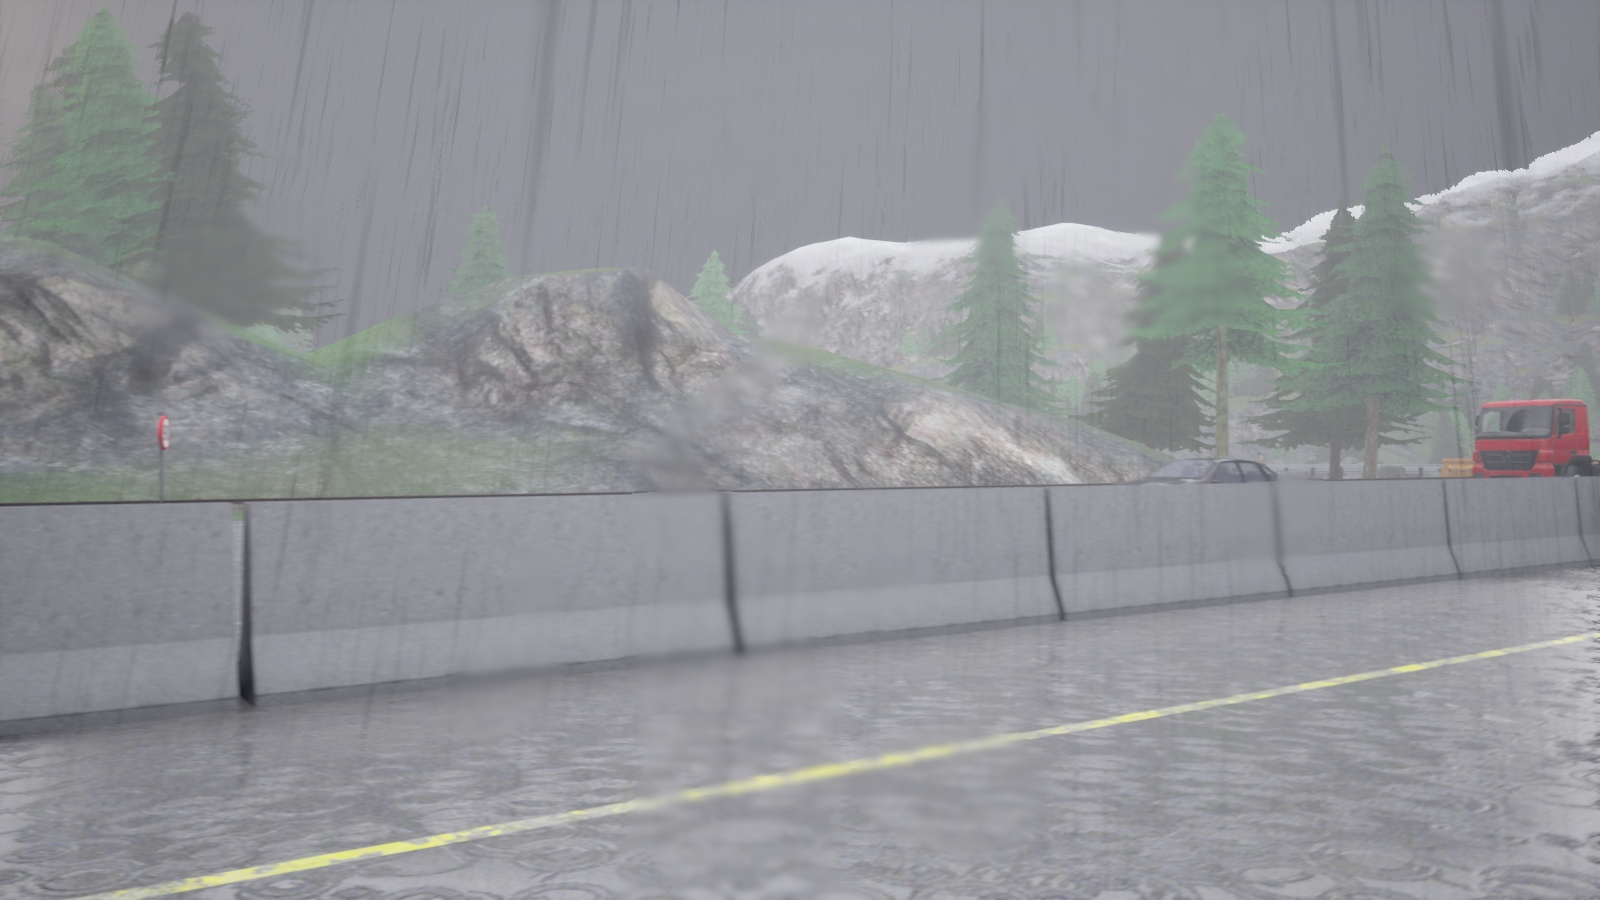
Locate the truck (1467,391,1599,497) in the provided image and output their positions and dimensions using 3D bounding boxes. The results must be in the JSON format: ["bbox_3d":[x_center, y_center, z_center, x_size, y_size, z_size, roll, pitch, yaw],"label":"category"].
[{"bbox_3d":[27.252,-0.187,43.729,7.936,3.462,2.891,0,0,-25],"label":"truck"}]

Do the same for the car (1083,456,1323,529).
[{"bbox_3d":[8.649,0.840,26.736,5.357,1.411,2.033,0,0,-35],"label":"car"}]
